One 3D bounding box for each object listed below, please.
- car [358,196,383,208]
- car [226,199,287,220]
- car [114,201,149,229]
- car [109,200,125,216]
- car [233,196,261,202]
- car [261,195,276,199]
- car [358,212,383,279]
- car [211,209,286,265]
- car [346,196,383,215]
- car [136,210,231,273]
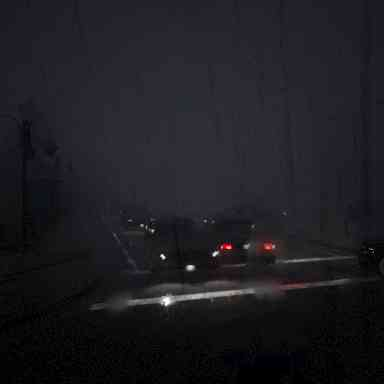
[{"bbox_3d":[23.800,1.273,43.299,1.845,1.501,3.633,0,0,-17],"label":"car"},{"bbox_3d":[3.061,1.467,18.896,5.357,1.411,2.033,-4,2,-38],"label":"car"},{"bbox_3d":[-3.658,1.527,21.634,2.033,1.411,5.357,0,0,-18],"label":"car"},{"bbox_3d":[-7.152,1.512,32.742,2.033,1.411,5.357,0,0,-17],"label":"car"},{"bbox_3d":[7.246,1.287,46.218,2.007,1.523,4.514,0,0,-17],"label":"car"},{"bbox_3d":[10.231,1.277,47.183,2.152,1.636,5.027,0,0,-17],"label":"car"},{"bbox_3d":[6.786,1.475,8.007,5.008,1.535,1.882,0,0,36],"label":"car"},{"bbox_3d":[1.438,1.542,11.617,2.033,1.411,5.357,1,0,-2],"label":"car"},{"bbox_3d":[15.535,1.355,29.286,1.970,1.475,3.806,0,0,-17],"label":"car"},{"bbox_3d":[-0.596,1.543,11.083,2.033,1.411,5.357,0,0,-12],"label":"car"}]
